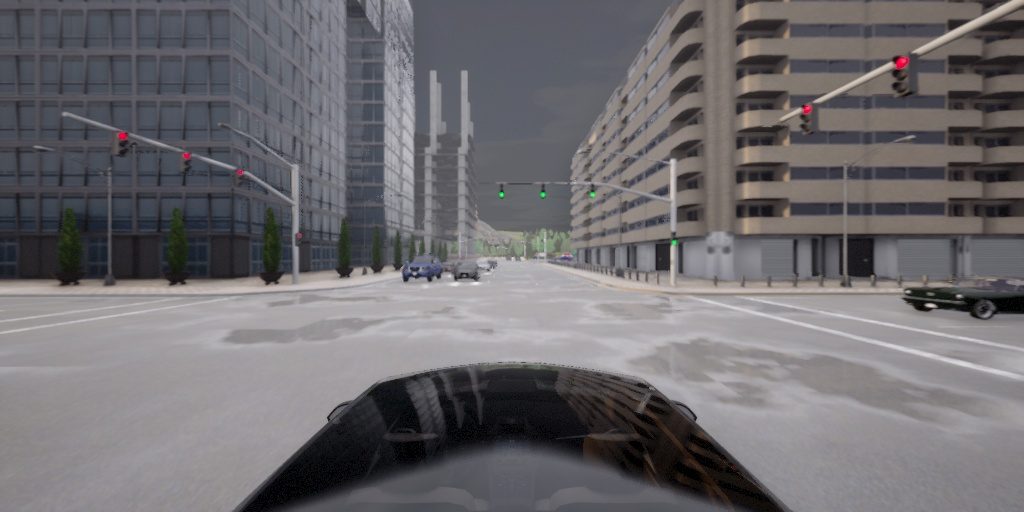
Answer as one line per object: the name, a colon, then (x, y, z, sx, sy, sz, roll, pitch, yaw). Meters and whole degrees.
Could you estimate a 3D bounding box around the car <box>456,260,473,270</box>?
car: (-7.093, 1.272, 54.083, 1.994, 1.385, 4.181, 0, 0, 0)

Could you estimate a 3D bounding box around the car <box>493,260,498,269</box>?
car: (-3.527, 1.266, 53.740, 1.994, 1.385, 4.181, 0, 0, 0)

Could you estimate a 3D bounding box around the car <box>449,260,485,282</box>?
car: (-3.514, 1.223, 28.863, 1.837, 1.490, 4.892, 0, 0, 0)

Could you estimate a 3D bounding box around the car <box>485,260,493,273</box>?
car: (-3.617, 1.234, 43.737, 1.812, 1.442, 4.674, 0, 0, 0)

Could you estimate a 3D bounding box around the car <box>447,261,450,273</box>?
car: (-7.117, 1.280, 39.623, 1.994, 1.385, 4.181, 0, 0, 0)

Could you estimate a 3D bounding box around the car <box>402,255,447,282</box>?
car: (-7.122, 0.944, 29.023, 2.150, 2.045, 5.566, 0, 0, 0)

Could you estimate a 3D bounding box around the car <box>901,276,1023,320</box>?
car: (16.241, 1.351, 12.052, 4.718, 1.301, 1.895, 0, 0, 0)
